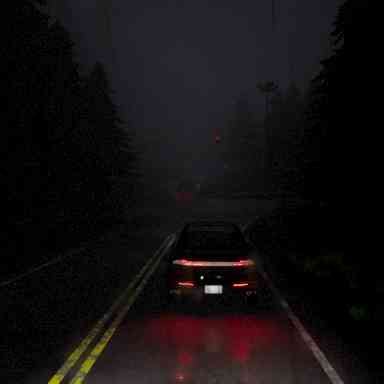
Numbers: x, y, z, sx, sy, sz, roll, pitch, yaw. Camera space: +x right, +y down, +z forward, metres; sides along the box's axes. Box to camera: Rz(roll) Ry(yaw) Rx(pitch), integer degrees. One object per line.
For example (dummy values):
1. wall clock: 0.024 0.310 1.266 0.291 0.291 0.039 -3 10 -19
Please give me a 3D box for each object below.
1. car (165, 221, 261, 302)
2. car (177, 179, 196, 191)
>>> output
1. car: 0.449 1.466 8.186 2.128 1.511 4.902 0 0 2
2. car: -0.696 -1.069 45.238 1.812 1.442 4.674 1 9 14
